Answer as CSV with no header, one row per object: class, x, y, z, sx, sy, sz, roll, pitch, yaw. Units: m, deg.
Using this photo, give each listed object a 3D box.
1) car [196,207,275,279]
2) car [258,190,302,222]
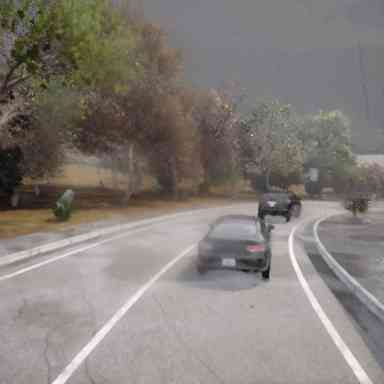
car,1.365,1.372,9.626,1.812,1.442,4.674,1,1,14
car,6.377,0.913,23.773,2.150,2.045,5.566,3,2,28
